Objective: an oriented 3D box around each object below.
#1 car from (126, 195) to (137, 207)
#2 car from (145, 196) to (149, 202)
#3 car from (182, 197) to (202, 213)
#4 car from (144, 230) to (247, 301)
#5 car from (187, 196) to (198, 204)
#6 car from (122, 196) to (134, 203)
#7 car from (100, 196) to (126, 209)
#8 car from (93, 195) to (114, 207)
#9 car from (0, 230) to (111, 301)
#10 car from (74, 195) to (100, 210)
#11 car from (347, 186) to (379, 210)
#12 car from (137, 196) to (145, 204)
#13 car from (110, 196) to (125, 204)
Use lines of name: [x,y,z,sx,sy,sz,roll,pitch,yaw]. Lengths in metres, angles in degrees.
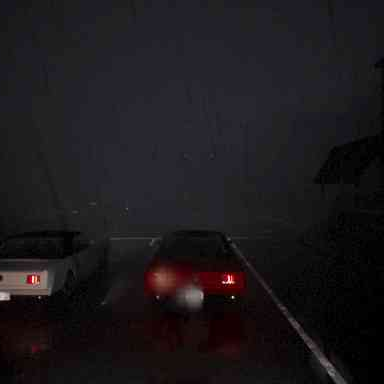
car: [-10.626,1.352,52.650,2.097,1.767,4.553,0,0,0]
car: [-10.548,1.536,72.973,2.033,1.411,5.357,0,0,0]
car: [-0.031,1.482,37.023,1.882,1.535,5.008,-1,0,-5]
car: [0.072,1.601,8.261,1.895,1.301,4.718,0,0,0]
car: [0.058,1.564,64.268,1.994,1.385,4.181,0,0,0]
car: [-14.048,1.519,73.004,1.812,1.442,4.674,0,0,0]
car: [-10.625,1.526,44.926,1.812,1.442,4.674,0,0,0]
car: [-14.122,1.352,53.200,2.097,1.767,4.553,0,0,1]
car: [-3.428,1.601,8.241,1.895,1.301,4.718,0,0,0]
car: [-14.128,1.491,44.147,2.128,1.511,4.902,0,0,0]
car: [14.705,0.691,28.469,4.553,1.767,2.097,-16,0,-1]
car: [-10.589,1.564,62.580,1.994,1.385,4.181,0,0,1]
car: [-14.092,1.564,63.081,1.994,1.385,4.181,0,0,0]
